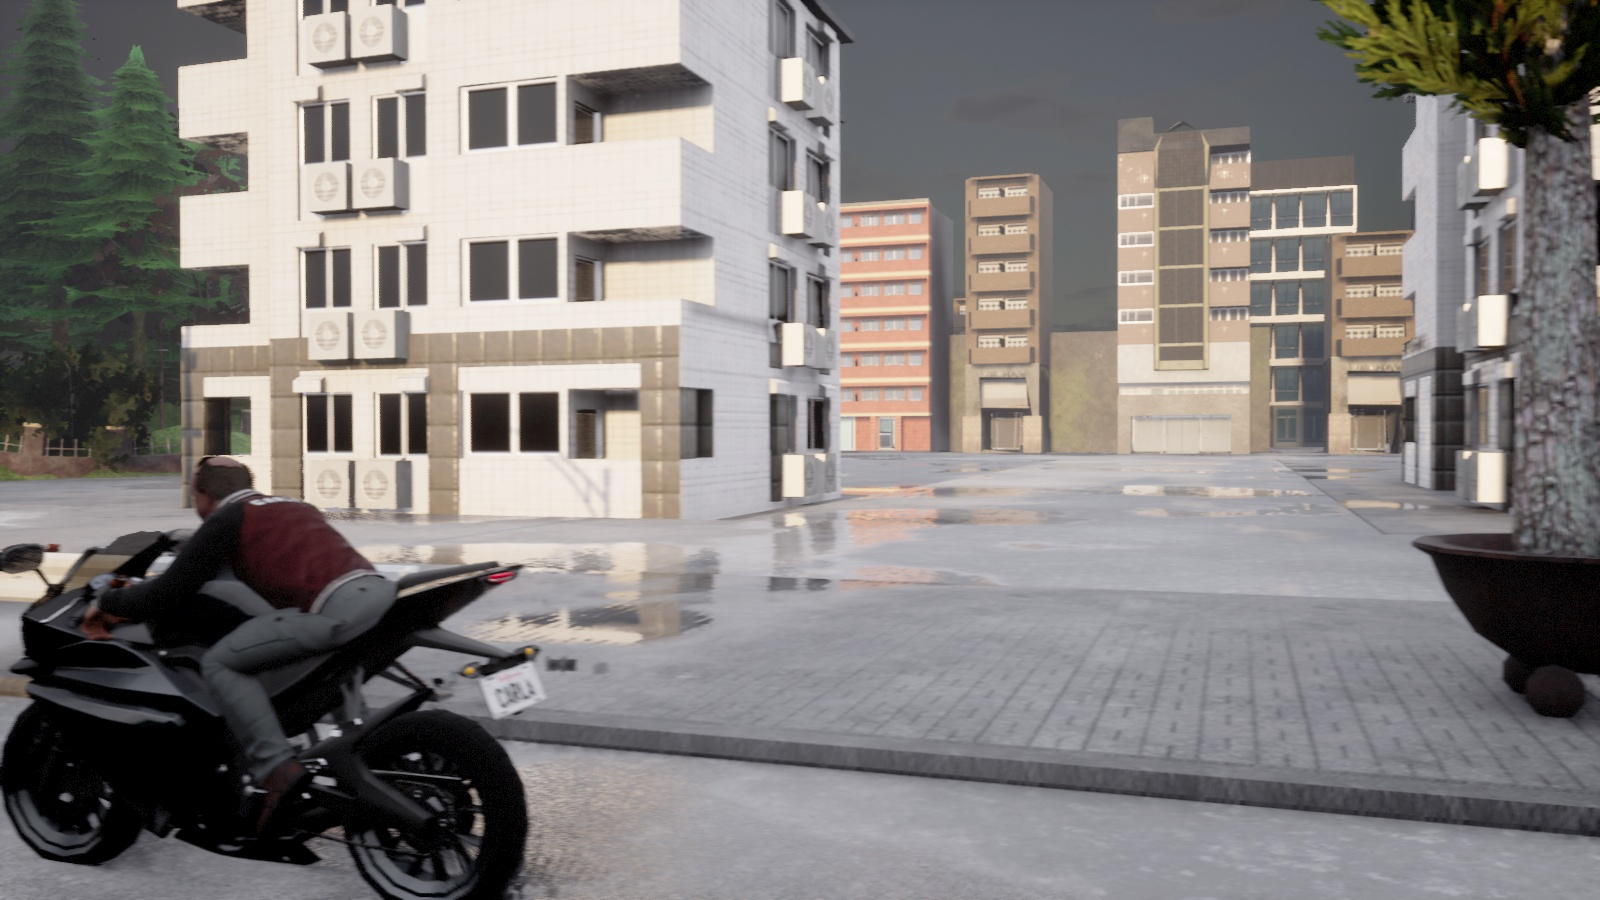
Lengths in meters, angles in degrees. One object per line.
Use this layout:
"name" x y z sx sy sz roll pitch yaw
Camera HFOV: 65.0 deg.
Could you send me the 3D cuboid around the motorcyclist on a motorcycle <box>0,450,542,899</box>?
"motorcyclist on a motorcycle" -2.102 0.782 4.441 2.191 1.530 0.866 1 1 19
